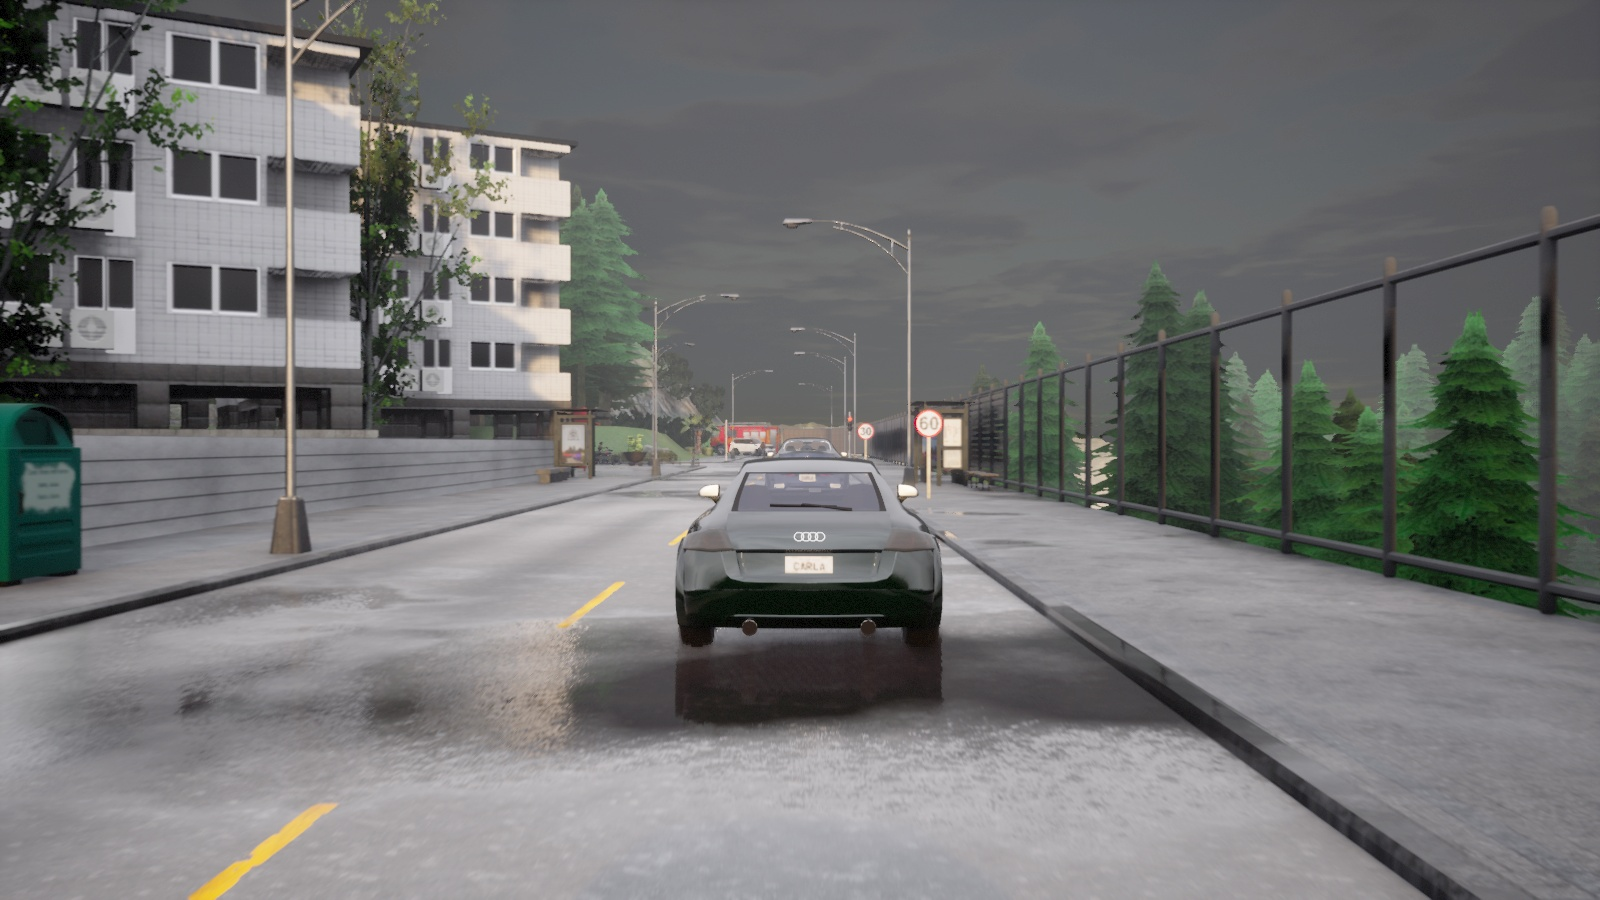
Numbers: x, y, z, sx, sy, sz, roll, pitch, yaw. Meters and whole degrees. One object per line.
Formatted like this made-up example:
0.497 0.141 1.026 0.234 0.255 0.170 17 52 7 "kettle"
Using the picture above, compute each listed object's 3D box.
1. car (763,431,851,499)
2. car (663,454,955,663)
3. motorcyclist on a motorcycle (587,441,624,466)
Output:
0.192 0.339 33.157 2.152 1.651 5.027 0 0 0 "car"
0.072 0.750 10.656 1.994 1.385 4.181 0 0 0 "car"
-12.928 0.216 83.514 2.350 1.649 0.766 0 0 0 "motorcyclist on a motorcycle"
